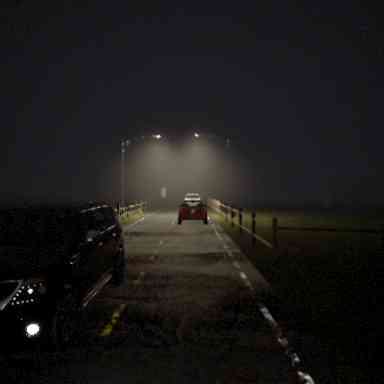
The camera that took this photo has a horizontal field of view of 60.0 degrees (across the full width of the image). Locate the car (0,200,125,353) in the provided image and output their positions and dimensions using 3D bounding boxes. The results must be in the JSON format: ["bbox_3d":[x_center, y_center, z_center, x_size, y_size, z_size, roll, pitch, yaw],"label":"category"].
[{"bbox_3d":[-2.820,1.223,6.559,2.150,2.045,5.566,0,0,0],"label":"car"}]

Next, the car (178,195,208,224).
[{"bbox_3d":[0.070,1.360,25.275,2.097,1.767,4.553,0,0,0],"label":"car"}]
